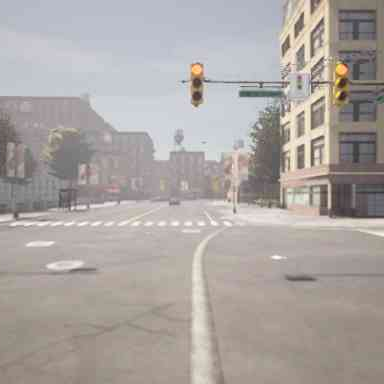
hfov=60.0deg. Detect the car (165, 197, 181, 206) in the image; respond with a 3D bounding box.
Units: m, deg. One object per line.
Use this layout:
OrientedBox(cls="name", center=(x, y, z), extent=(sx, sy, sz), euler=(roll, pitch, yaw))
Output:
OrientedBox(cls="car", center=(-3.603, 1.965, 65.967), extent=(2.033, 1.411, 5.357), euler=(0, 0, 0))
